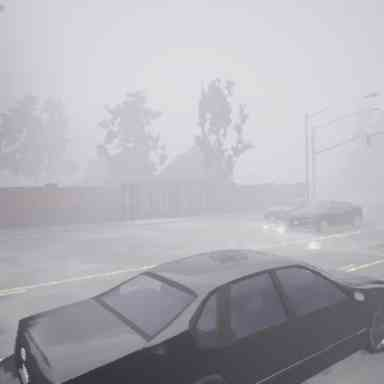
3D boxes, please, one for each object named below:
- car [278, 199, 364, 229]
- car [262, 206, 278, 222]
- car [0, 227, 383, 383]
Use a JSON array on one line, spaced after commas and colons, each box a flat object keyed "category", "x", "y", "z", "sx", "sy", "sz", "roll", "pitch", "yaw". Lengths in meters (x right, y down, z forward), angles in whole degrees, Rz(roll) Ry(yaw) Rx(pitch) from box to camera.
[{"category": "car", "x": 7.096, "y": 1.171, "z": 17.636, "sx": 5.008, "sy": 1.535, "sz": 1.882, "roll": -1, "pitch": 1, "yaw": -35}, {"category": "car", "x": 7.047, "y": 1.183, "z": 21.894, "sx": 5.357, "sy": 1.411, "sz": 2.033, "roll": -2, "pitch": 1, "yaw": -35}, {"category": "car", "x": 0.669, "y": 1.500, "z": 4.219, "sx": 5.357, "sy": 1.411, "sz": 2.033, "roll": -1, "pitch": 1, "yaw": -36}]
